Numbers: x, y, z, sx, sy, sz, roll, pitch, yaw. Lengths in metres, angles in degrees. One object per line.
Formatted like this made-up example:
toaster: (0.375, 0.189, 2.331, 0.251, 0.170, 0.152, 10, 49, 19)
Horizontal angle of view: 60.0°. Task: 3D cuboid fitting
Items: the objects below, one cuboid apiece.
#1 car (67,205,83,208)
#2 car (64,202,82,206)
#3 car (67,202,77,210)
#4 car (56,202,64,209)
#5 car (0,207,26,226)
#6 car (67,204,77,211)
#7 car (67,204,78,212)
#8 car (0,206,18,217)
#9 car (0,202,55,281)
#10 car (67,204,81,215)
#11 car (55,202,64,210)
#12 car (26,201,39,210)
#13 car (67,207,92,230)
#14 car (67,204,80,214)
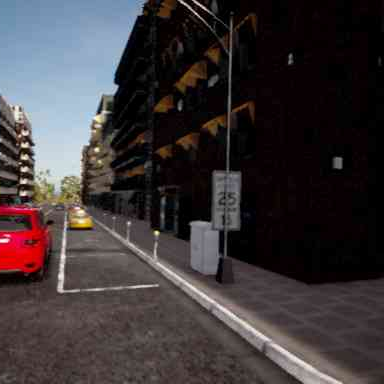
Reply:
car: (-12.745, 2.463, 36.872, 1.752, 1.417, 4.829, 1, -2, -21)
car: (-14.631, 2.375, 41.886, 2.192, 1.841, 5.009, 1, -2, -21)
car: (-28.227, 3.261, 78.076, 2.192, 1.841, 5.009, 1, -2, -21)
car: (-33.333, 3.403, 84.072, 1.837, 1.490, 4.892, 2, -2, -21)
car: (-16.356, 2.161, 30.097, 1.812, 1.442, 4.674, 2, -2, -20)
car: (-26.286, 3.386, 72.899, 1.947, 1.339, 4.313, 1, -2, -21)
car: (-24.345, 3.244, 67.729, 2.008, 1.369, 4.403, 1, -2, -21)
car: (-24.404, 2.496, 44.065, 1.802, 1.307, 4.206, 1, -2, -21)
car: (-5.657, 1.452, 10.389, 2.150, 2.045, 5.566, 2, -2, -21)
car: (-18.519, 2.753, 52.221, 1.967, 1.590, 4.097, 1, -2, -21)
car: (-29.674, 3.284, 74.317, 1.837, 1.490, 4.892, 2, -2, -21)
car: (-36.053, 2.989, 75.092, 2.192, 1.841, 5.009, 1, -2, -21)
car: (-8.902, 2.209, 26.516, 1.752, 1.417, 4.829, 1, -2, -21)
car: (-20.461, 2.880, 57.392, 1.967, 1.590, 4.097, 1, -2, -21)
